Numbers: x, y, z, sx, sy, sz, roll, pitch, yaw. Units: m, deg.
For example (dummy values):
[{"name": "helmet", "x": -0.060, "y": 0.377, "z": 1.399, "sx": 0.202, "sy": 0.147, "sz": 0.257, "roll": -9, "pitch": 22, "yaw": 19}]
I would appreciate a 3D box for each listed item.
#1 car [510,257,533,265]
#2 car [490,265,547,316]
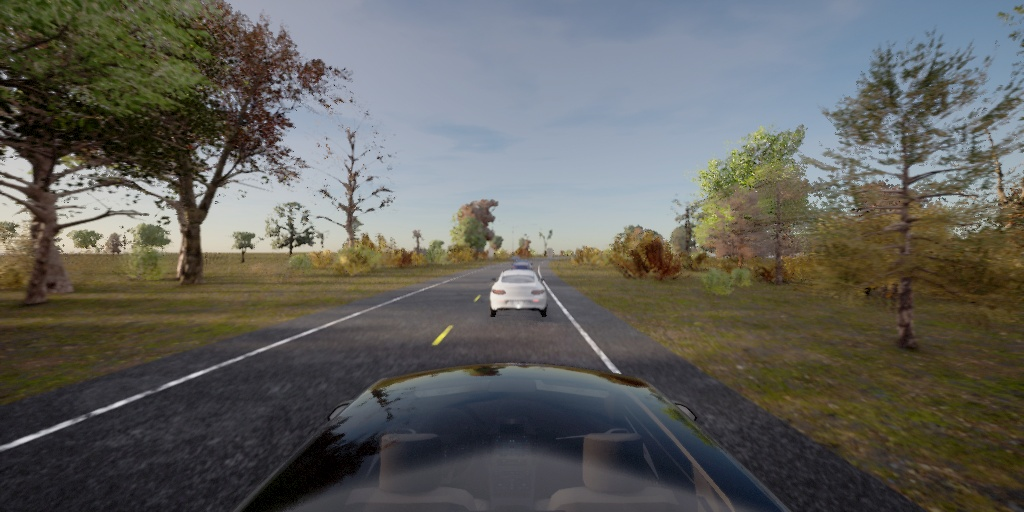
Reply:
[{"name": "car", "x": 0.883, "y": 1.079, "z": 31.493, "sx": 1.812, "sy": 1.442, "sz": 4.674, "roll": 0, "pitch": 0, "yaw": 3}, {"name": "car", "x": 0.226, "y": 1.205, "z": 12.835, "sx": 1.812, "sy": 1.442, "sz": 4.674, "roll": 0, "pitch": 0, "yaw": 1}]
